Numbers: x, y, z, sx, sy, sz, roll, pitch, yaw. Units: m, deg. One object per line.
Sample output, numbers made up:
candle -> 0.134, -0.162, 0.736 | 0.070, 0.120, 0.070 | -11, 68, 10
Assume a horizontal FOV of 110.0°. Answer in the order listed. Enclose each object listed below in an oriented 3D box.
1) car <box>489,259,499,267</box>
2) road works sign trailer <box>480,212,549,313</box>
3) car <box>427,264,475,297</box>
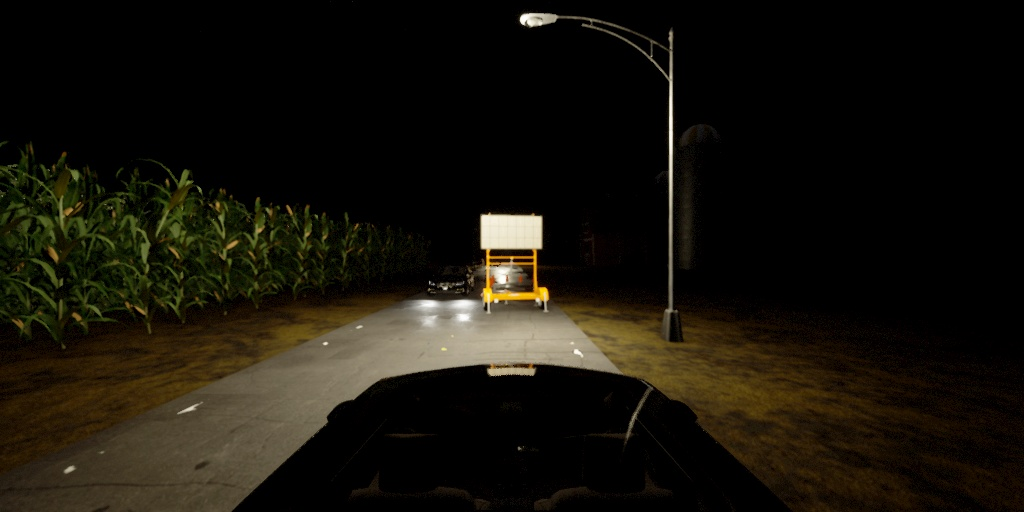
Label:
car -> -3.287, 1.172, 62.002 | 1.882, 1.535, 5.008 | 0, 0, 0
road works sign trailer -> -0.037, 0.156, 13.719 | 2.380, 3.560, 2.880 | 0, 0, -10
car -> -2.979, 1.182, 18.288 | 1.837, 1.490, 4.892 | 0, 0, 0
